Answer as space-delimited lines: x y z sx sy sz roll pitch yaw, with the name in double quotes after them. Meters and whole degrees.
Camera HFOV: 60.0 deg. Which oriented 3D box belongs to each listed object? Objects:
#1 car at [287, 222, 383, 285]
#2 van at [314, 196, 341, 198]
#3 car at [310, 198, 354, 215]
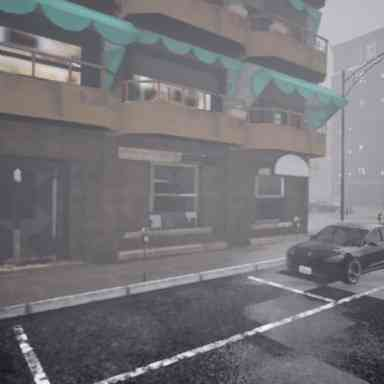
4.599 1.568 9.538 4.313 1.339 1.947 0 1 -35 "car"
17.133 1.450 42.270 1.690 1.788 3.998 1 -1 -35 "van"
13.824 1.548 33.189 2.008 1.369 4.403 1 -1 -35 "car"
